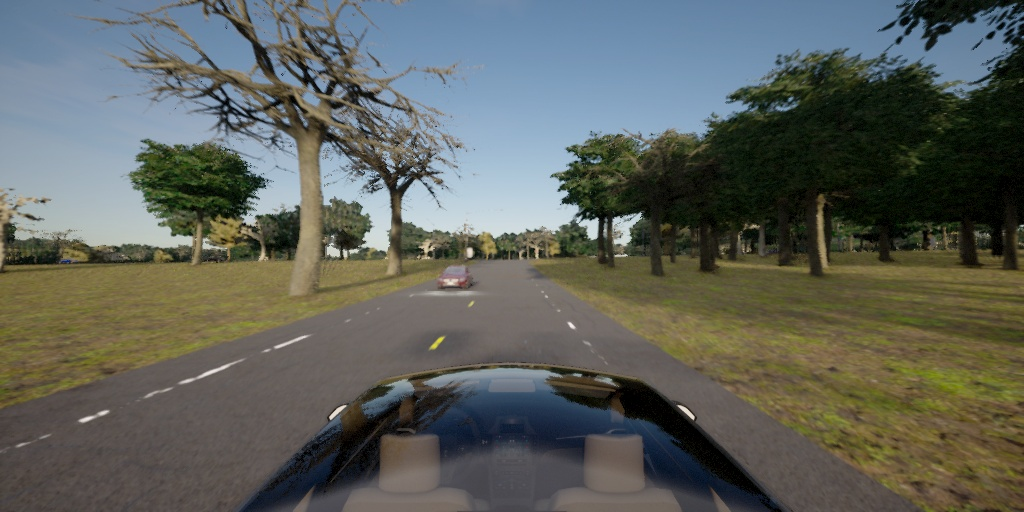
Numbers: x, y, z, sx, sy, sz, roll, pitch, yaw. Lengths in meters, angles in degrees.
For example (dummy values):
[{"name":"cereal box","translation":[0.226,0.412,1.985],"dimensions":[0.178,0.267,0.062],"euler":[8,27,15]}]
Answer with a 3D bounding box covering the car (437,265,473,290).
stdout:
[{"name":"car","translation":[-3.587,1.341,23.308],"dimensions":[1.812,1.442,4.674],"euler":[0,0,0]}]
